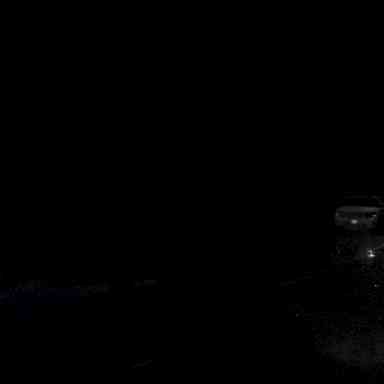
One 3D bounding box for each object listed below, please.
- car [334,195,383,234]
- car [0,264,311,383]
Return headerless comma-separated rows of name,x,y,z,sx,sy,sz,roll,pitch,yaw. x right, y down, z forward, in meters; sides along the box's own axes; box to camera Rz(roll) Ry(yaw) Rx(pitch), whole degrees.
car,10.060,1.202,19.670,2.150,2.045,5.566,0,0,35
car,-0.693,1.535,3.492,4.674,1.442,1.812,0,0,-37
